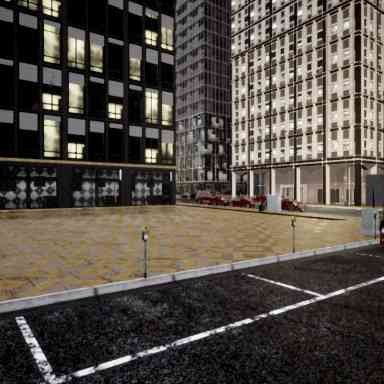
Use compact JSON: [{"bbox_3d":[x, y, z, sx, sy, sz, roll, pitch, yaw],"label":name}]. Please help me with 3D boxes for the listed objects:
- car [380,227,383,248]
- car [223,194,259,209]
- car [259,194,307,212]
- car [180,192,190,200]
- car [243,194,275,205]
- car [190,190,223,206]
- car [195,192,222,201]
[{"bbox_3d":[9.155,1.441,13.094,4.097,1.590,1.967,0,0,-36],"label":"car"},{"bbox_3d":[5.711,1.105,36.456,1.802,1.307,4.206,1,0,-36],"label":"car"},{"bbox_3d":[8.963,1.071,31.926,1.967,1.590,4.097,1,0,-36],"label":"car"},{"bbox_3d":[-0.511,0.647,59.516,1.947,1.339,4.313,1,0,-36],"label":"car"},{"bbox_3d":[9.237,0.985,45.919,1.802,1.307,4.206,1,0,-36],"label":"car"},{"bbox_3d":[2.470,0.731,40.985,2.192,1.841,5.009,1,0,-36],"label":"car"},{"bbox_3d":[2.641,0.710,55.122,1.752,1.417,4.829,1,0,-36],"label":"car"}]
